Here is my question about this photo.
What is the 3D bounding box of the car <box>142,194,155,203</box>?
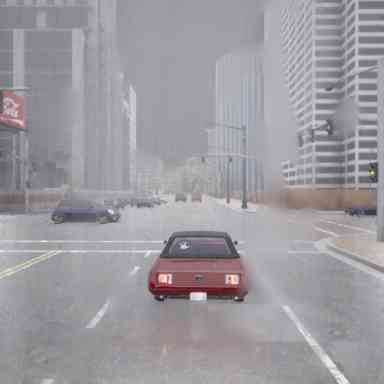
[{"bbox_3d":[-9.501,1.355,72.470,2.097,1.767,4.553,0,0,1],"label":"car"}]

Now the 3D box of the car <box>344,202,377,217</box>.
[{"bbox_3d":[16.532,1.601,30.367,4.718,1.301,1.895,0,0,1],"label":"car"}]

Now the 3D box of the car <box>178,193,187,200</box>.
[{"bbox_3d":[-2.338,1.184,84.000,2.097,1.767,4.553,0,0,1],"label":"car"}]

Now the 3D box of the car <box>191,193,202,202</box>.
[{"bbox_3d":[1.012,1.216,73.311,2.150,2.045,5.566,0,0,1],"label":"car"}]

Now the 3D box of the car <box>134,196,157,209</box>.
[{"bbox_3d":[-6.460,1.601,46.788,1.895,1.301,4.718,0,0,1],"label":"car"}]

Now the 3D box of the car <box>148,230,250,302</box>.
[{"bbox_3d":[0.211,1.601,8.239,1.895,1.301,4.718,0,0,2],"label":"car"}]

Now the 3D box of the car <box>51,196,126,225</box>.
[{"bbox_3d":[-7.340,1.352,23.375,4.553,1.767,2.097,0,0,0],"label":"car"}]

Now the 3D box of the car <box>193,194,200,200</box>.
[{"bbox_3d":[1.162,1.353,83.981,1.812,1.442,4.674,0,0,1],"label":"car"}]

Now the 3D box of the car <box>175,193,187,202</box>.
[{"bbox_3d":[-2.487,1.216,73.360,2.150,2.045,5.566,0,0,1],"label":"car"}]

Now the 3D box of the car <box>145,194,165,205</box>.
[{"bbox_3d":[-6.313,1.564,56.790,1.994,1.385,4.181,0,0,0],"label":"car"}]

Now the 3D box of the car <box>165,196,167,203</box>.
[{"bbox_3d":[-6.094,1.477,67.238,1.882,1.535,5.008,0,0,1],"label":"car"}]

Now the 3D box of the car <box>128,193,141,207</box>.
[{"bbox_3d":[-9.868,1.221,51.991,2.150,2.045,5.566,0,0,1],"label":"car"}]

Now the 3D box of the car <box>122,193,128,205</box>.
[{"bbox_3d":[-10.022,1.352,42.408,2.097,1.767,4.553,0,0,1],"label":"car"}]
